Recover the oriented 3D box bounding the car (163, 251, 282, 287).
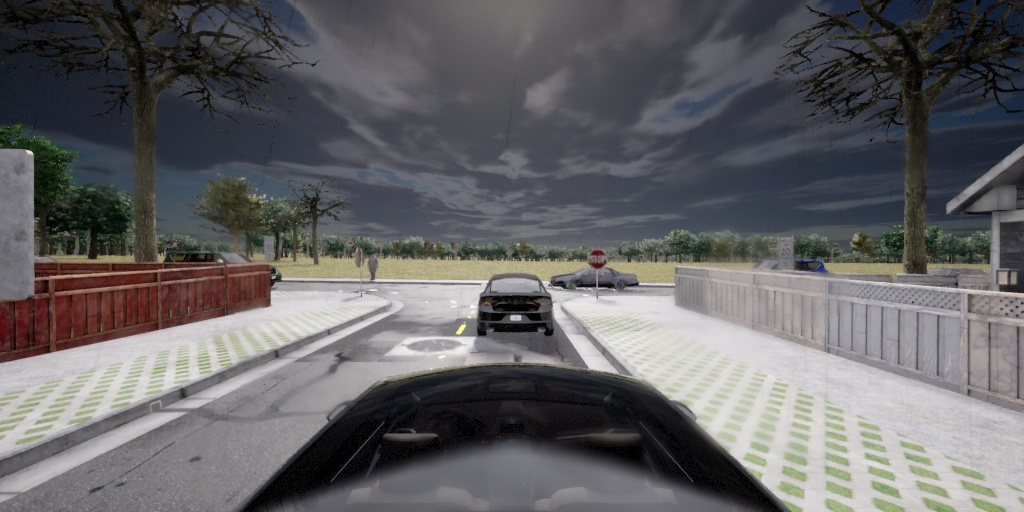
[{"bbox_3d":[-15.559,0.764,19.239,5.566,2.045,2.150,1,0,0],"label":"car"}]

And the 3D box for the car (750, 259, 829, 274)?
[{"bbox_3d":[16.646,1.212,22.486,5.566,2.045,2.150,0,0,-1],"label":"car"}]

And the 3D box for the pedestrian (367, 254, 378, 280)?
[{"bbox_3d":[-9.750,0.748,25.152,0.375,1.860,0.375,0,-1,-1],"label":"pedestrian"}]

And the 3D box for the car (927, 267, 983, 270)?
[{"bbox_3d":[27.215,1.494,22.571,4.553,1.767,2.097,1,0,0],"label":"car"}]

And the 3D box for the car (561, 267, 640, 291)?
[{"bbox_3d":[5.043,1.378,22.231,5.357,1.411,2.033,1,0,-5],"label":"car"}]

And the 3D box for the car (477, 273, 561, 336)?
[{"bbox_3d":[0.080,1.226,10.463,1.882,1.535,5.008,0,0,0],"label":"car"}]

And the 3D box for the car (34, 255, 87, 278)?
[{"bbox_3d":[-25.755,0.736,19.155,4.553,1.767,2.097,1,0,-1],"label":"car"}]

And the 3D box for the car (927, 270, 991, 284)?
[{"bbox_3d":[25.475,1.678,19.617,5.357,1.411,2.033,1,0,0],"label":"car"}]
